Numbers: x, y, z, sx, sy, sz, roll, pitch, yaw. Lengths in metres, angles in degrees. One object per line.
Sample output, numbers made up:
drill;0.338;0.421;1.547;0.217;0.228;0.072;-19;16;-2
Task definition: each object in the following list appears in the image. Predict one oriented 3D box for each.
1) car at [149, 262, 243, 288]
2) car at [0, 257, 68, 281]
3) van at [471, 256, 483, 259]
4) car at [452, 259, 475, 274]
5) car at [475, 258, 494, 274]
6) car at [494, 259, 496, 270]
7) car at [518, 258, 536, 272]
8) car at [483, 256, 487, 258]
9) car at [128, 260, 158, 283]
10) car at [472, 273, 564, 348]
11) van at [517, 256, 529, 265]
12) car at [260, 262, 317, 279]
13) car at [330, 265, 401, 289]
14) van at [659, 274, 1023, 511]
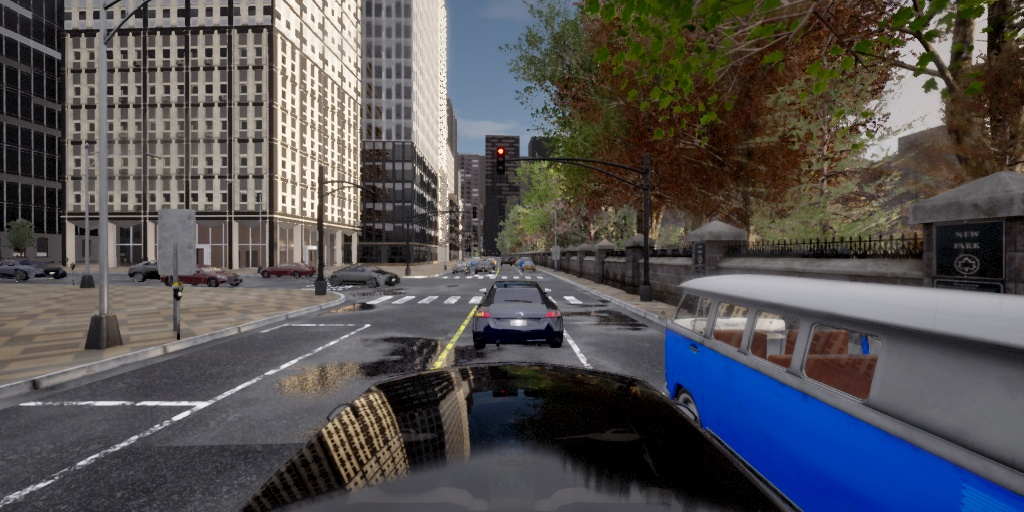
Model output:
car;-18.158;1.149;20.984;4.207;1.307;1.802;0;0;4
car;-33.192;0.952;24.432;4.181;1.385;1.994;1;0;3
van;-6.330;1.063;62.479;1.690;1.789;3.998;0;0;-2
car;-5.644;1.288;40.304;2.007;1.370;4.403;0;0;-1
car;-3.229;1.242;40.878;1.837;1.490;4.892;0;0;-3
car;-3.415;1.295;50.858;1.994;1.385;4.181;0;0;-2
car;2.116;1.260;46.357;1.751;1.417;4.829;0;0;-1
car;-3.666;1.201;61.282;1.882;1.535;5.008;0;0;-1
car;-22.536;1.003;23.800;4.902;1.511;2.128;1;0;3
car;0.098;1.313;9.218;1.994;1.385;4.181;0;0;-1
van;1.992;1.071;51.730;1.690;1.789;3.998;0;0;-1
car;-18.094;1.127;29.097;4.207;1.307;1.802;0;0;4
car;-8.995;1.231;22.037;4.181;1.385;1.994;1;0;17
van;2.567;1.091;2.639;1.690;1.789;3.998;0;0;0
